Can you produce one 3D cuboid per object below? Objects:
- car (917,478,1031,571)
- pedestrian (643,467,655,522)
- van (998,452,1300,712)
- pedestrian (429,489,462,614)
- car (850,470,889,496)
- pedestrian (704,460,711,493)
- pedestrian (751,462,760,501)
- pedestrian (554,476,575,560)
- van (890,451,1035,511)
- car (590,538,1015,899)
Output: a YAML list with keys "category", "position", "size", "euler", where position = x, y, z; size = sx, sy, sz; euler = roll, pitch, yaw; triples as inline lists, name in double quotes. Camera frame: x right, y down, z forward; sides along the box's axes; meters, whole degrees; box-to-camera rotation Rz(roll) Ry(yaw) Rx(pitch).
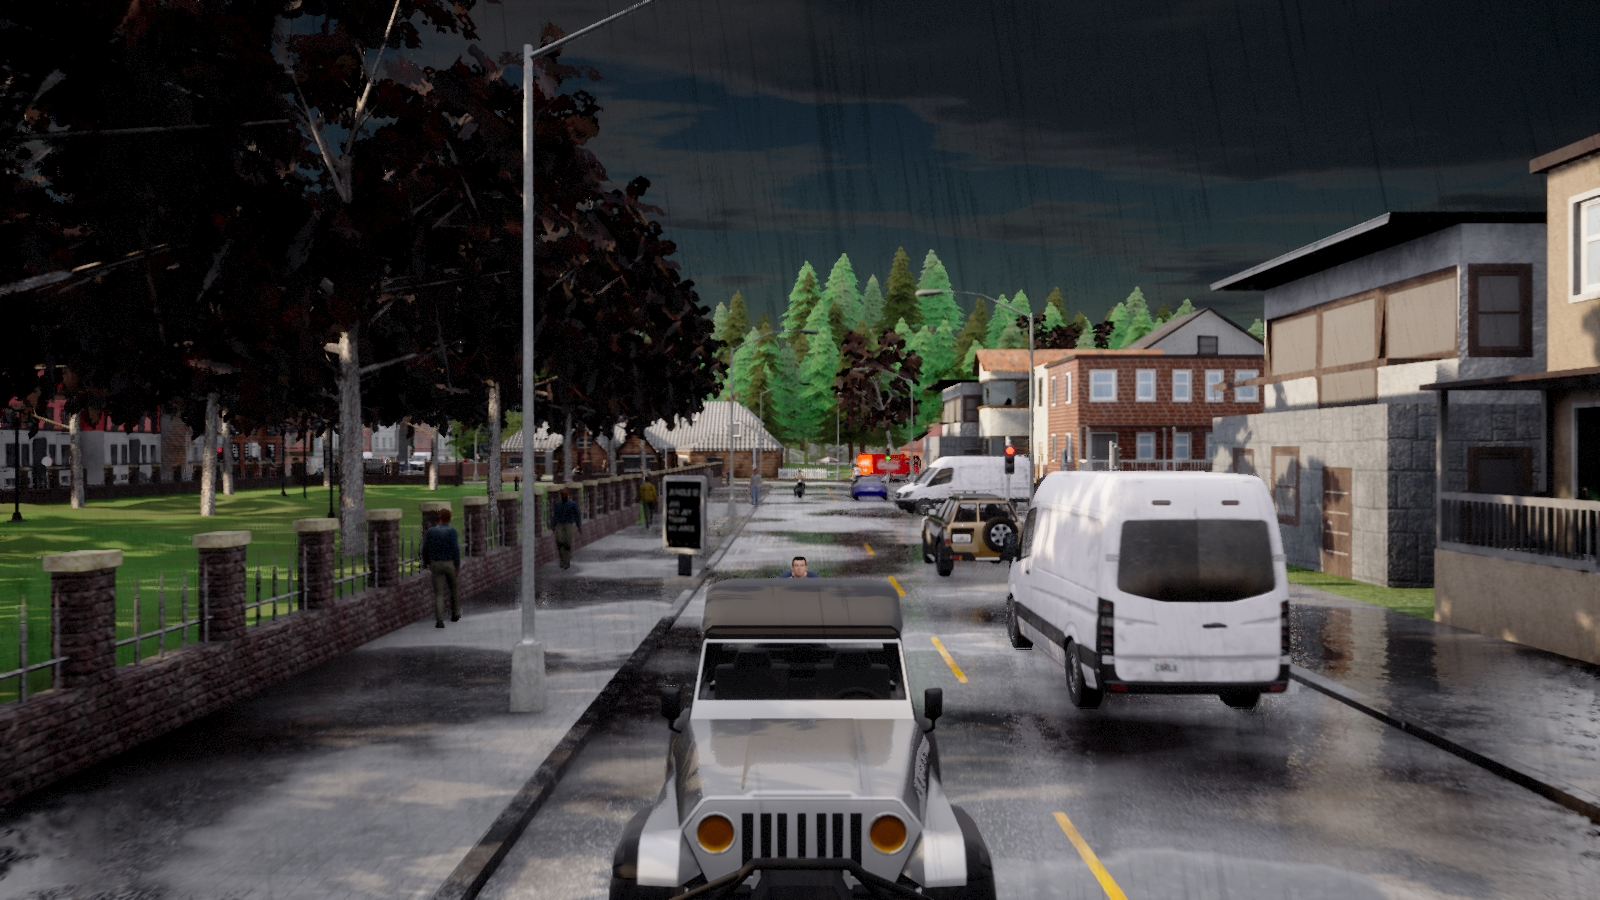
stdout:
- category: "car"
  position: [3.940, 1.643, 26.587]
  size: [1.932, 1.855, 4.605]
  euler: [0, 0, 0]
- category: "pedestrian"
  position: [-5.196, 1.524, 39.254]
  size: [0.375, 1.860, 0.375]
  euler: [0, 0, -1]
- category: "van"
  position: [3.961, 1.314, 14.254]
  size: [1.988, 2.561, 5.915]
  euler: [0, 0, 0]
- category: "pedestrian"
  position: [-5.364, 1.524, 17.294]
  size: [0.375, 1.860, 0.375]
  euler: [0, 0, 0]
- category: "car"
  position: [3.990, 1.897, 66.397]
  size: [1.994, 1.385, 4.181]
  euler: [0, 0, 0]
- category: "pedestrian"
  position: [-5.326, 1.524, 66.014]
  size: [0.375, 1.860, 0.375]
  euler: [0, 0, -3]
- category: "pedestrian"
  position: [-2.149, 1.524, 54.868]
  size: [0.375, 1.860, 0.375]
  euler: [0, 0, 11]
- category: "pedestrian"
  position: [-5.269, 1.524, 25.598]
  size: [0.375, 1.860, 0.375]
  euler: [0, 0, 4]
- category: "van"
  position: [7.029, 1.313, 49.651]
  size: [5.915, 2.561, 1.988]
  euler: [0, 0, -10]
- category: "car"
  position: [0.018, 1.637, 7.047]
  size: [1.905, 1.878, 3.866]
  euler: [0, 0, 0]
